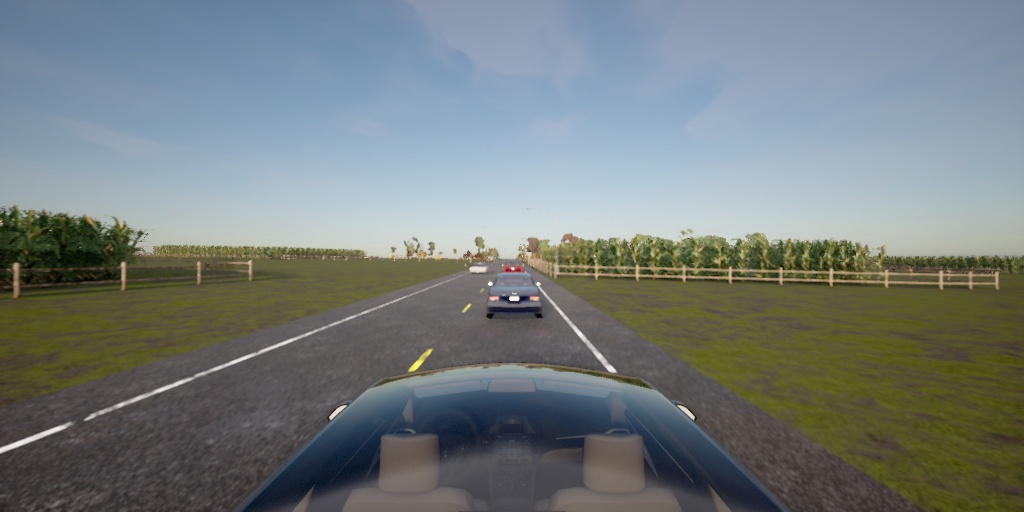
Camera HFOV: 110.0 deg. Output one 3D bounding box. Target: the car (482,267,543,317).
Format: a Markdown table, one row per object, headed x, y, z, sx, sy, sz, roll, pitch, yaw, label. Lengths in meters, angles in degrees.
| x | y | z | sx | sy | sz | roll | pitch | yaw | label |
| --- | --- | --- | --- | --- | --- | --- | --- | --- | --- |
| 0.079 | 1.317 | 13.154 | 2.033 | 1.411 | 5.357 | 0 | 0 | 0 | car |

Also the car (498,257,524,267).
| x | y | z | sx | sy | sz | roll | pitch | yaw | label |
| --- | --- | --- | --- | --- | --- | --- | --- | --- | --- |
| 0.085 | 1.153 | 33.339 | 2.097 | 1.767 | 4.553 | 0 | 0 | 0 | car |

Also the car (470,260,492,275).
| x | y | z | sx | sy | sz | roll | pitch | yaw | label |
| --- | --- | --- | --- | --- | --- | --- | --- | --- | --- |
| -3.606 | 1.412 | 40.035 | 1.895 | 1.301 | 4.718 | 0 | 0 | 0 | car |
